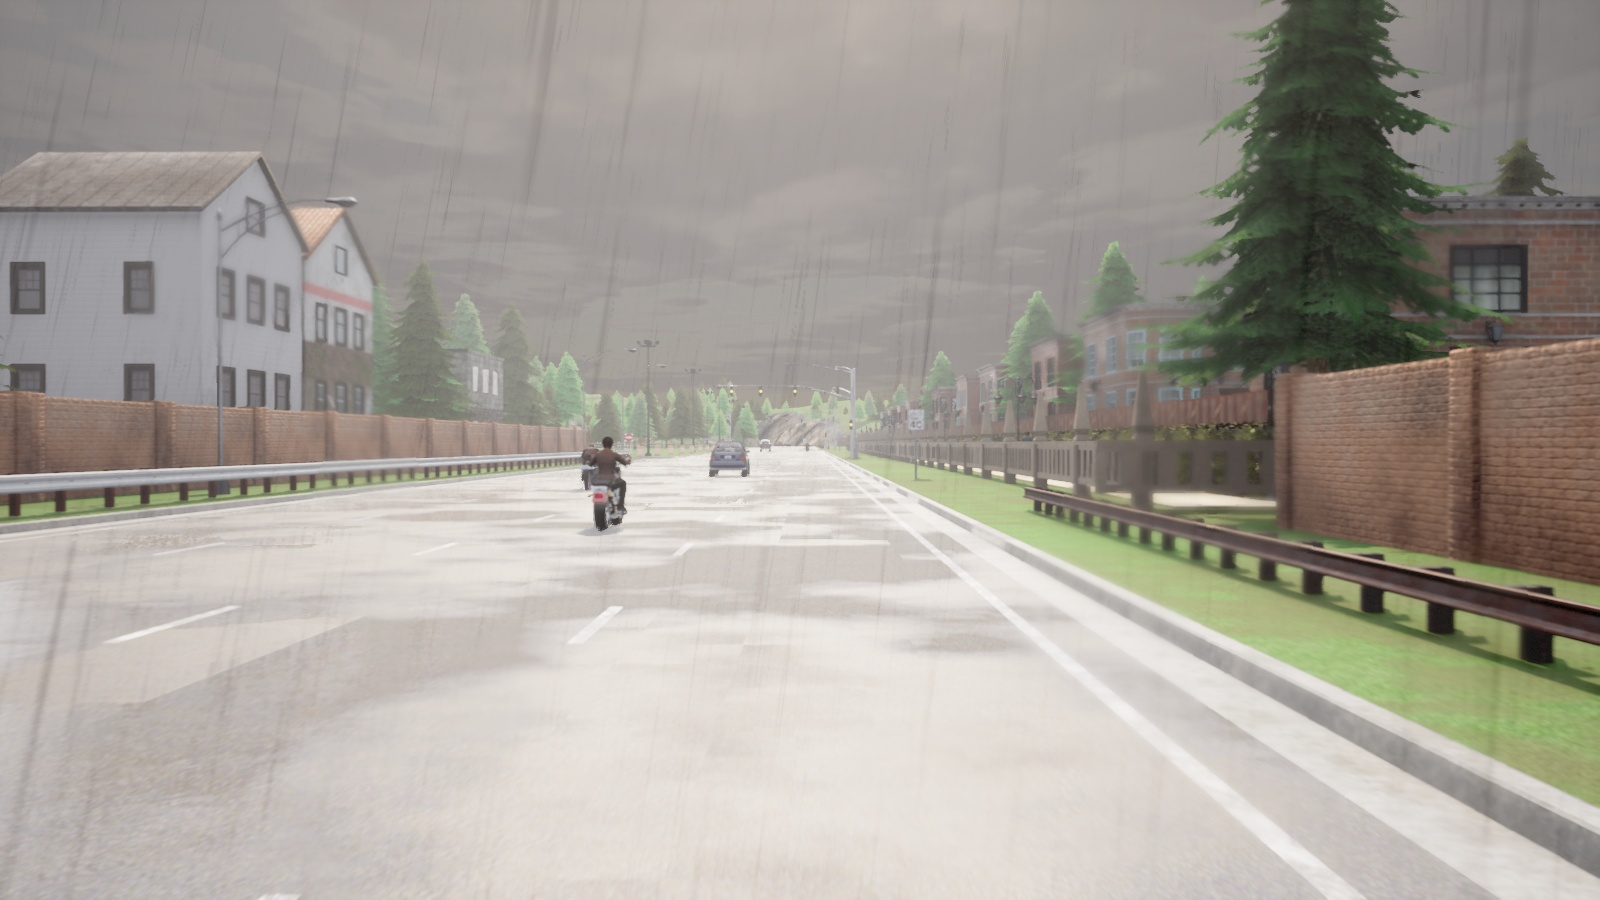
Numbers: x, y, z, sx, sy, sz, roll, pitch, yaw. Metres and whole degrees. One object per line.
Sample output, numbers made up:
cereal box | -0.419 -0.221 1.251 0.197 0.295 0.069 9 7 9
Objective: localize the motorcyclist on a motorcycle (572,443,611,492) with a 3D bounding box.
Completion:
motorcyclist on a motorcycle | -6.753 0.546 40.774 0.866 1.530 2.191 0 0 0

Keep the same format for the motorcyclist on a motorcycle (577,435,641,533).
motorcyclist on a motorcycle | -3.358 0.569 22.238 0.766 1.649 2.350 0 0 0

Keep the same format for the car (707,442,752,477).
car | -3.161 0.400 56.869 1.789 1.549 3.705 0 0 0
